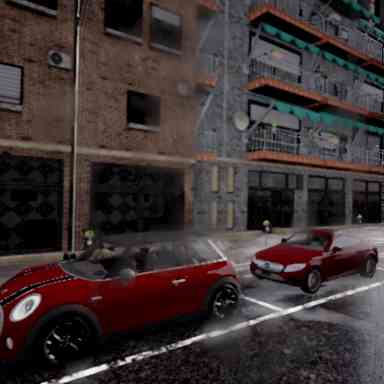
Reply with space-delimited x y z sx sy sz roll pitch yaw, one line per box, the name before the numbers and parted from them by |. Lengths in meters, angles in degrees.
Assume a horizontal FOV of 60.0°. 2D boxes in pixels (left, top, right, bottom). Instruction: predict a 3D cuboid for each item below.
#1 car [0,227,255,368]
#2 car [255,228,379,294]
car | -1.150 1.465 5.723 4.097 1.590 1.967 1 0 -35
car | 3.449 1.668 9.003 4.206 1.307 1.802 1 0 -35
